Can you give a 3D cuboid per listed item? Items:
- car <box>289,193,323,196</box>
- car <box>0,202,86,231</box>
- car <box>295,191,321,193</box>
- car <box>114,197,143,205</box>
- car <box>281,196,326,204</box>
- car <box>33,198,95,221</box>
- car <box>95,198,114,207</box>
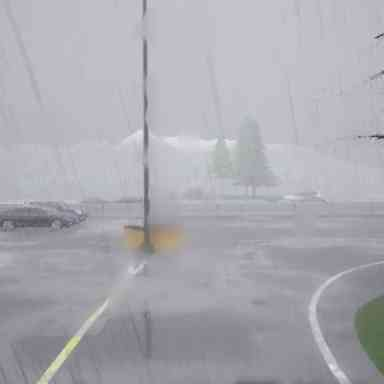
[{"bbox_3d":[14.430,1.193,41.832,4.674,1.442,1.812,0,1,1],"label":"car"},{"bbox_3d":[-9.555,1.595,20.761,4.892,1.490,1.837,-1,1,0],"label":"car"},{"bbox_3d":[14.989,0.854,45.311,5.566,2.045,2.150,0,1,1],"label":"car"},{"bbox_3d":[-8.998,1.379,45.457,4.674,1.442,1.812,0,1,0],"label":"car"},{"bbox_3d":[11.061,1.366,34.867,4.718,1.301,1.895,-1,1,0],"label":"car"},{"bbox_3d":[-9.864,1.412,24.261,4.553,1.767,2.097,-1,1,0],"label":"car"},{"bbox_3d":[-12.783,1.447,41.976,4.674,1.442,1.812,0,1,0],"label":"car"}]
